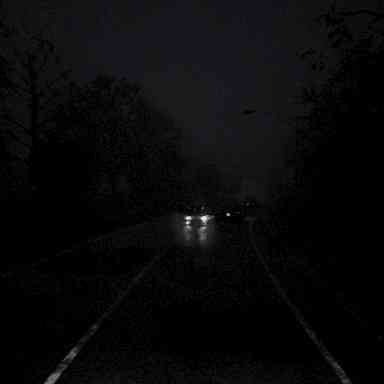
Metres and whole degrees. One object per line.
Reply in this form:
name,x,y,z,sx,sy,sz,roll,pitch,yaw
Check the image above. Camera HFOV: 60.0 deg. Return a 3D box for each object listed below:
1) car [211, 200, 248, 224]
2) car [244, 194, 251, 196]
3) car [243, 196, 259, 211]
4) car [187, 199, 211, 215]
car,2.911,1.548,25.039,1.994,1.385,4.181,1,0,11
car,12.206,1.254,72.765,2.097,1.767,4.553,1,0,11
car,7.409,1.556,42.209,2.033,1.411,5.357,2,0,17
car,0.858,1.432,32.735,1.812,1.442,4.674,1,0,15
